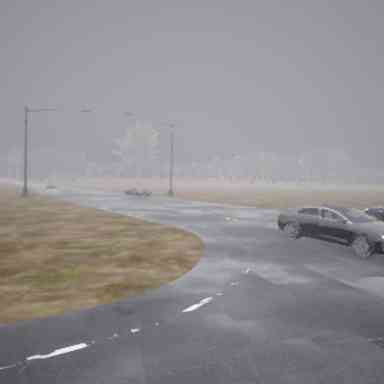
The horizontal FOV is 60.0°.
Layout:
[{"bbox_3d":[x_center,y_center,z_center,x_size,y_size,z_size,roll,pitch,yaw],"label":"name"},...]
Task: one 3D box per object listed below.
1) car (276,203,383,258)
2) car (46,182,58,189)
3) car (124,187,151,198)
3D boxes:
[{"bbox_3d":[5.421,1.245,12.425,2.128,1.511,4.902,-1,5,-34],"label":"car"},{"bbox_3d":[-27.445,-1.258,64.960,1.994,1.385,4.181,0,2,-27],"label":"car"},{"bbox_3d":[-7.228,0.029,43.361,1.895,1.301,4.718,0,2,-34],"label":"car"}]
